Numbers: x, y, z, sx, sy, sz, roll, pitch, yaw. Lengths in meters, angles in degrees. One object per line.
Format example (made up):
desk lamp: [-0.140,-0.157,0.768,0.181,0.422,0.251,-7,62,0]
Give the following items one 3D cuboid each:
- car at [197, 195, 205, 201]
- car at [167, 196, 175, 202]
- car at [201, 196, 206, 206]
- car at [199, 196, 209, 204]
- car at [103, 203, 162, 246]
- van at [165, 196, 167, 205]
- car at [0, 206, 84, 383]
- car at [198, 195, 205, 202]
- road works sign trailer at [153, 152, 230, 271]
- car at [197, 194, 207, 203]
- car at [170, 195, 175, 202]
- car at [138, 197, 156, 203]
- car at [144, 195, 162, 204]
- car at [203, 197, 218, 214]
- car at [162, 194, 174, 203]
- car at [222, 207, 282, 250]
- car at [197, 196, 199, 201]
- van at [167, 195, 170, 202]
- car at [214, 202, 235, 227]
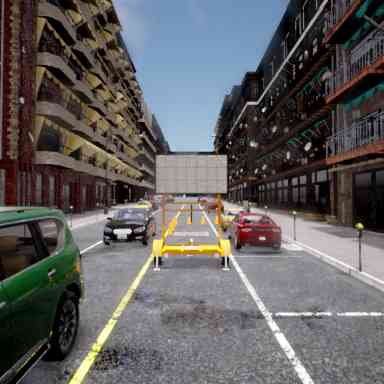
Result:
car: [2.424,1.723,91.750,1.967,1.590,4.097,1,0,0]
car: [-5.417,1.820,86.266,1.947,1.339,4.313,1,0,0]
car: [2.527,1.628,41.971,2.008,1.369,4.403,1,0,0]
car: [2.498,1.617,69.625,1.967,1.590,4.097,1,0,0]
car: [-2.774,1.510,15.575,2.128,1.511,4.902,0,0,0]
van: [-5.363,1.452,53.082,1.690,1.788,3.998,2,0,0]
car: [-2.746,1.224,3.018,2.150,2.045,5.566,0,0,0]
car: [2.504,1.676,58.563,1.887,1.381,4.507,1,0,0]
road works sign trailer: [-0.014,0.475,10.980,2.380,3.560,2.880,0,0,0]
car: [2.443,1.541,80.687,2.192,1.841,5.009,1,0,0]
car: [-5.387,1.492,69.675,2.192,1.841,5.009,1,0,0]
car: [-5.344,1.588,36.322,1.752,1.417,4.829,2,0,0]
car: [-5.347,1.393,42.024,2.192,1.841,5.009,2,0,0]
car: [2.535,1.608,36.439,1.887,1.381,4.507,1,0,0]
car: [-5.394,1.516,75.205,2.192,1.841,5.009,1,0,0]
car: [2.567,1.561,14.317,1.887,1.381,4.507,1,0,0]
car: [2.496,1.698,64.093,1.887,1.381,4.507,1,0,0]
van: [-5.372,1.473,58.614,1.690,1.788,3.998,1,0,0]
car: [2.559,1.551,20.019,1.752,1.417,4.829,1,0,0]
